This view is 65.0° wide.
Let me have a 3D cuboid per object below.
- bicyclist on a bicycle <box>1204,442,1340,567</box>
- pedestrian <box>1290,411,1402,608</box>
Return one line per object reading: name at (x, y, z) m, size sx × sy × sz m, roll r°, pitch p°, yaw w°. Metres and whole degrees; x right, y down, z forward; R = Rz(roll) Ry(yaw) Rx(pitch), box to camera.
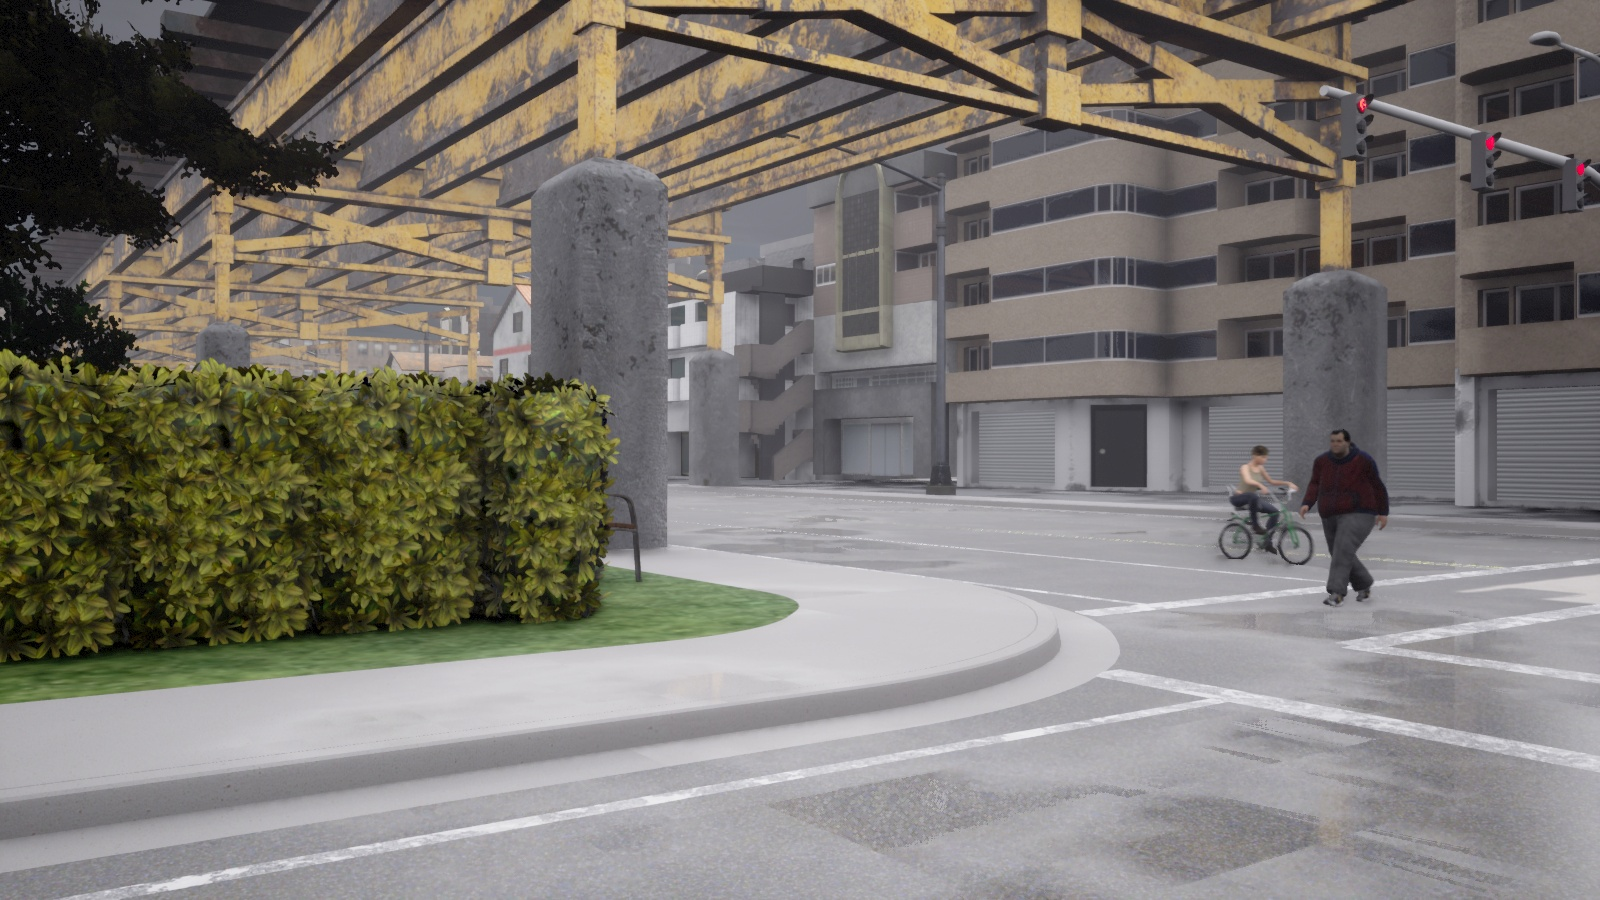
bicyclist on a bicycle at (6.415, 0.710, 17.131) m, size 0.866 × 1.612 × 1.509 m, roll 0°, pitch 0°, yaw -34°
pedestrian at (5.352, 0.559, 12.303) m, size 0.899 × 1.844 × 0.634 m, roll 0°, pitch 0°, yaw -36°
